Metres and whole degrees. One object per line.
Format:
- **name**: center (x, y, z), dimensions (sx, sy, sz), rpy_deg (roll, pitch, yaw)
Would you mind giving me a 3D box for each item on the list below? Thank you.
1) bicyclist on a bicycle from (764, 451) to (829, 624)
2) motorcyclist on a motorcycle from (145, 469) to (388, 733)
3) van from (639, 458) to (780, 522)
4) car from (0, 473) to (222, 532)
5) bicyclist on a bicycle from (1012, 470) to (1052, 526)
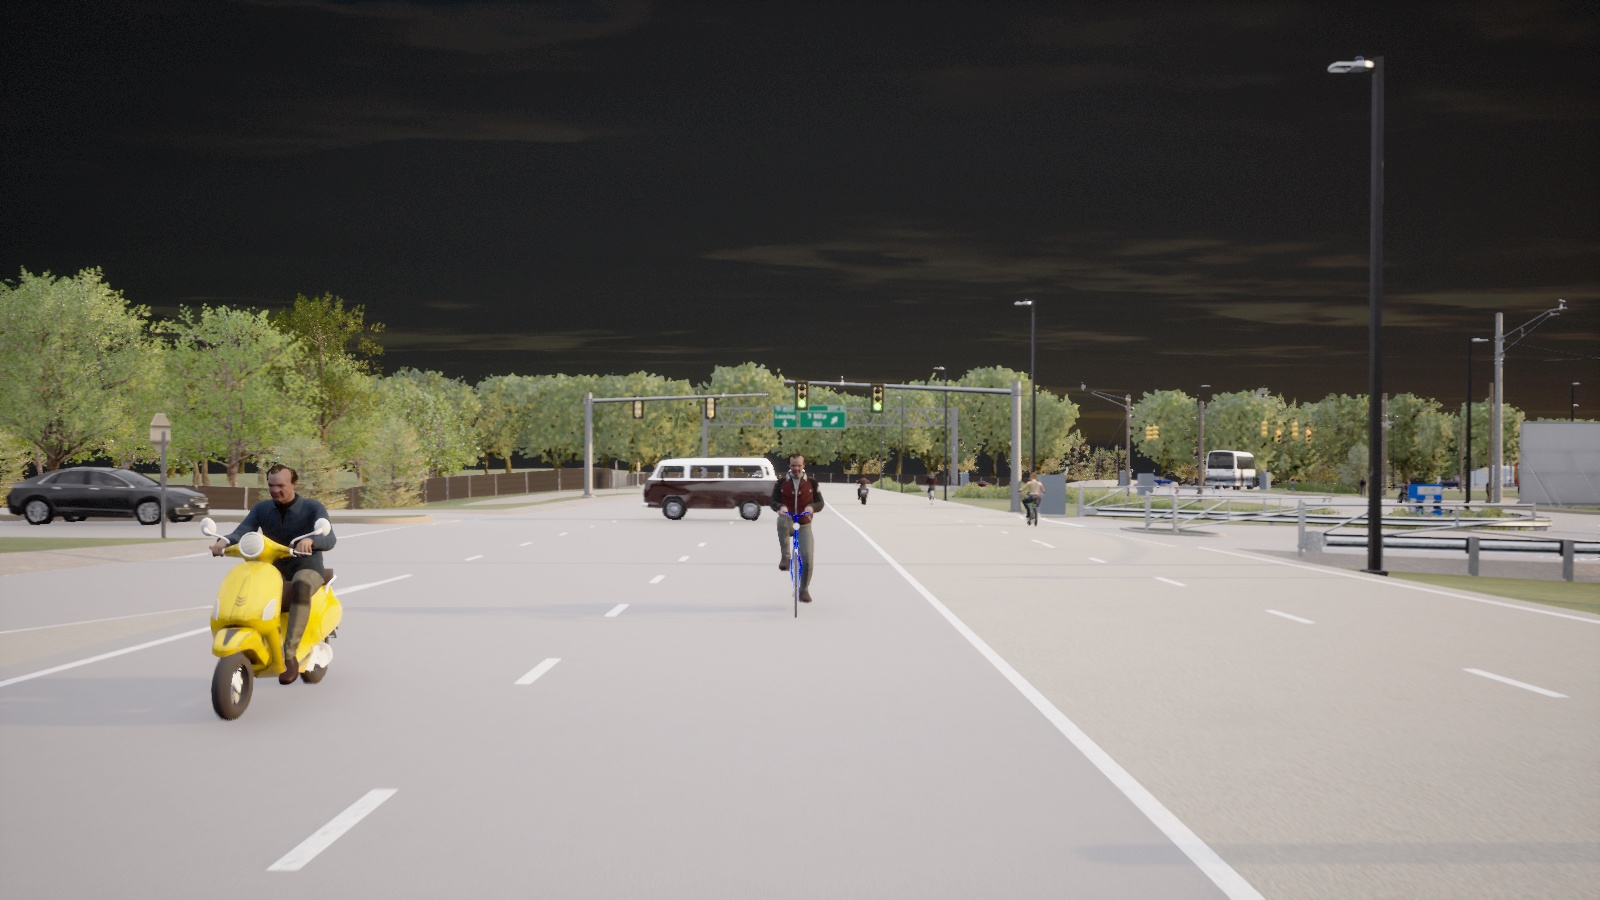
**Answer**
- **bicyclist on a bicycle**: center (-0.034, 0.916, 13.801), dimensions (0.659, 1.776, 1.843), rpy_deg (0, -1, 0)
- **motorcyclist on a motorcycle**: center (-3.521, 0.924, 8.496), dimensions (0.866, 1.590, 1.817), rpy_deg (0, -1, 0)
- **van**: center (-2.920, 1.293, 41.098), dimensions (4.480, 2.038, 2.069), rpy_deg (0, -1, -1)
- **car**: center (-18.209, 1.369, 33.295), dimensions (4.892, 1.490, 1.837), rpy_deg (0, -1, 0)
- **bicyclist on a bicycle**: center (6.946, 1.428, 37.650), dimensions (0.866, 1.612, 1.509), rpy_deg (2, -1, -1)
